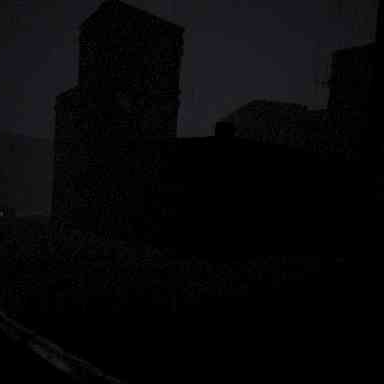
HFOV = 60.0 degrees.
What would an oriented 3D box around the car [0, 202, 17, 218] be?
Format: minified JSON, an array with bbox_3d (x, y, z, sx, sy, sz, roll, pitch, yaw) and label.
[{"bbox_3d":[-20.111,1.856,34.873,1.837,1.490,4.892,4,-2,-6],"label":"car"}]
